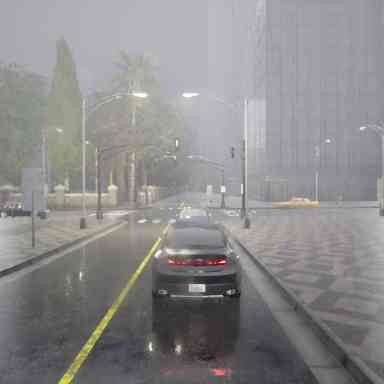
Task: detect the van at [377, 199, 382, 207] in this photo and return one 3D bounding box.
[{"bbox_3d":[23.302,0.987,37.822,3.998,1.788,1.690,-1,1,0],"label":"van"}]

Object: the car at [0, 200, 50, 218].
[{"bbox_3d":[-14.959,1.593,29.492,4.403,1.369,2.008,0,1,0],"label":"car"}]

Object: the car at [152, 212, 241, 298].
[{"bbox_3d":[0.093,1.500,8.475,1.837,1.490,4.892,0,0,0],"label":"car"}]

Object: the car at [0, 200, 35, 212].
[{"bbox_3d":[-20.453,1.588,38.046,4.206,1.307,1.802,0,1,0],"label":"car"}]

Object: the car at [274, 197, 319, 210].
[{"bbox_3d":[11.894,1.293,37.883,4.829,1.417,1.752,-1,1,0],"label":"car"}]

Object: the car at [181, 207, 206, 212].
[{"bbox_3d":[0.075,1.528,18.206,2.033,1.411,5.357,0,0,1],"label":"car"}]
